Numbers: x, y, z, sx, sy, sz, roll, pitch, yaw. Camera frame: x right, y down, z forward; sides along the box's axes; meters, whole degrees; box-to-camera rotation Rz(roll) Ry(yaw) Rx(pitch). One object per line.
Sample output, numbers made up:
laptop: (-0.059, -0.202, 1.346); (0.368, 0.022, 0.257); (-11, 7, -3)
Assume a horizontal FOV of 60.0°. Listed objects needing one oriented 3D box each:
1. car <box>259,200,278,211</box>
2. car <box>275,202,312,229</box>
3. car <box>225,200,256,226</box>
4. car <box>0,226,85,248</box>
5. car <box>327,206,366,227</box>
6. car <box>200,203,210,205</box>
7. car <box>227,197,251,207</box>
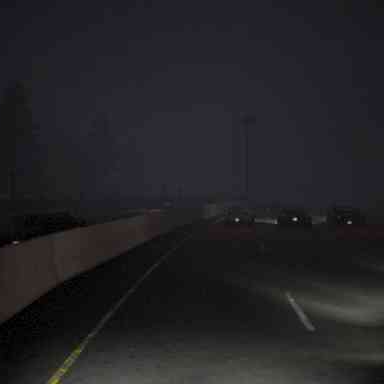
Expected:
car: (9.594, 1.618, 40.186); (1.895, 1.301, 4.718); (0, 0, 25)
car: (6.606, 1.577, 21.673); (1.994, 1.385, 4.181); (0, 0, 14)
car: (3.439, 1.529, 23.401); (1.812, 1.442, 4.674); (0, 0, 14)
car: (-6.006, 1.525, 13.217); (2.033, 1.411, 5.357); (0, 0, 8)
car: (10.555, 1.626, 23.117); (1.895, 1.301, 4.718); (0, 0, 16)
car: (2.085, 1.484, 49.058); (2.128, 1.511, 4.902); (0, 0, 28)
car: (7.340, 1.496, 51.516); (2.128, 1.511, 4.902); (0, 0, 29)
